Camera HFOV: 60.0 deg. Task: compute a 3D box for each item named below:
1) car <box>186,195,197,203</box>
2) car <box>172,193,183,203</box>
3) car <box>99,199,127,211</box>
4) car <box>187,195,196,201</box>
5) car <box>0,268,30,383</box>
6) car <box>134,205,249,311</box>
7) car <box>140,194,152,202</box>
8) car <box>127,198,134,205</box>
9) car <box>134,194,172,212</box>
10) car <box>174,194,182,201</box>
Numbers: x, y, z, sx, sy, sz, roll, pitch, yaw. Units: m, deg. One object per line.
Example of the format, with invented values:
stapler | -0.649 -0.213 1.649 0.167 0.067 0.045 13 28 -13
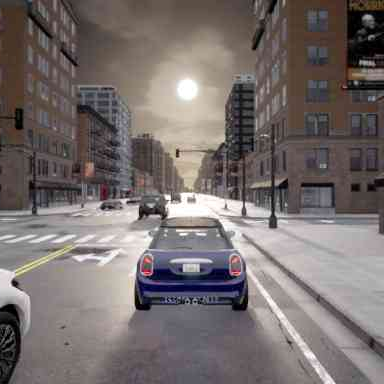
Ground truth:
car | -0.115 1.472 69.327 2.128 1.511 4.902 0 0 0
car | -3.365 1.202 69.352 2.150 2.045 5.566 0 0 0
car | -9.917 1.540 41.318 2.033 1.411 5.357 0 0 0
car | -0.133 1.442 79.777 1.895 1.301 4.718 0 0 0
car | -3.152 1.221 1.912 2.150 2.045 5.566 0 0 0
car | -0.005 1.351 7.944 2.097 1.767 4.553 0 0 0
car | -9.868 1.296 71.450 2.097 1.767 4.553 0 0 0
car | -9.930 1.587 56.217 1.895 1.301 4.718 0 0 0
car | -3.200 1.222 28.542 2.150 2.045 5.566 0 0 0
car | -3.383 1.347 79.741 1.837 1.490 4.892 0 0 0
